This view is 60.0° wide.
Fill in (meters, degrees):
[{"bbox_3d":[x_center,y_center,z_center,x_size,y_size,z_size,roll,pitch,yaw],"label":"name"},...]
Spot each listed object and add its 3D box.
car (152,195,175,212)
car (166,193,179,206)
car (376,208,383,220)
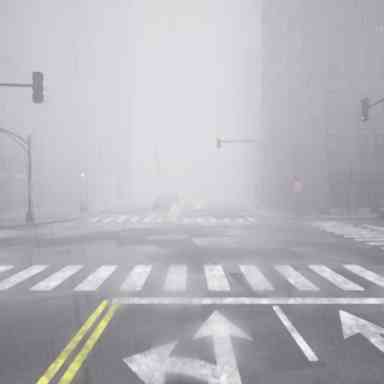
[{"bbox_3d":[-3.345,1.400,37.684,1.882,1.535,5.008,0,0,0],"label":"car"},{"bbox_3d":[-3.322,1.117,54.471,2.150,2.045,5.566,0,0,0],"label":"car"},{"bbox_3d":[14.452,1.233,21.643,4.507,1.381,1.887,-1,1,0],"label":"car"}]
